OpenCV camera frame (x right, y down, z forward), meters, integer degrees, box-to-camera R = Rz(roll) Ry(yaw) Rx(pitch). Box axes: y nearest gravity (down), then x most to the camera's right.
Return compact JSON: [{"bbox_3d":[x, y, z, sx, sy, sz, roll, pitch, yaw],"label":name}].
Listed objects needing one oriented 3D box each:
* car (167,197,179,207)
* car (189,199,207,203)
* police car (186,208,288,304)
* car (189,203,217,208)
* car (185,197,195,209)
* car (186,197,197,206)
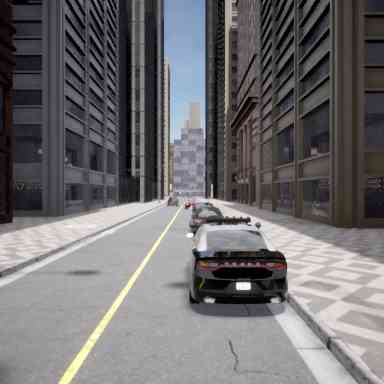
[{"bbox_3d":[-3.077,1.568,53.892,1.837,1.490,4.892,0,0,0],"label":"car"},{"bbox_3d":[0.864,1.519,24.232,1.837,1.490,4.892,0,0,0],"label":"car"},{"bbox_3d":[0.887,1.427,8.342,1.930,1.638,5.238,0,0,0],"label":"police car"},{"bbox_3d":[0.873,1.534,18.232,1.812,1.442,4.674,0,0,0],"label":"car"},{"bbox_3d":[-0.030,1.646,45.985,1.895,1.301,4.718,0,0,0],"label":"car"},{"bbox_3d":[-0.083,1.641,59.010,1.994,1.385,4.181,0,0,0],"label":"car"}]
